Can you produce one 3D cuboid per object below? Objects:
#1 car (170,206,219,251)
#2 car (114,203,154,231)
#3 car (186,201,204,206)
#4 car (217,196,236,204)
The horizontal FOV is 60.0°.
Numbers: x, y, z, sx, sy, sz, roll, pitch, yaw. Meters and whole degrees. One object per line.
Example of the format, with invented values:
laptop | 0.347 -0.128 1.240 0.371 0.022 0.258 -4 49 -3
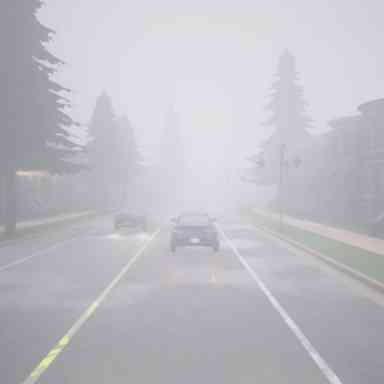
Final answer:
car | 0.090 1.531 14.004 1.812 1.442 4.674 0 0 0
car | -3.574 1.485 21.102 1.882 1.535 5.008 0 0 0
car | 0.301 1.613 34.088 1.895 1.301 4.718 0 0 3
car | 6.431 1.514 61.890 2.128 1.511 4.902 0 0 36
